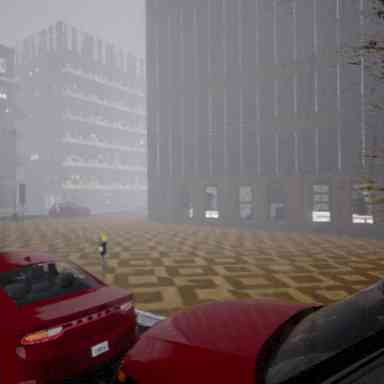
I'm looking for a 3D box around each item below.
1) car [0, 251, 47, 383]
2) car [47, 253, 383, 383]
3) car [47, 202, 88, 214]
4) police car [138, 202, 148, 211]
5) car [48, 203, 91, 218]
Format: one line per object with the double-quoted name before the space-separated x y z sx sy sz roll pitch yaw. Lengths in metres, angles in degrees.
"car" -2.805 1.558 4.883 4.507 1.381 1.887 0 -1 35
"car" 1.723 1.314 1.658 5.009 1.841 2.192 0 -1 35
"car" -16.064 2.101 43.267 1.752 1.417 4.829 -2 -2 35
"police car" -6.412 2.251 52.378 2.038 1.542 4.974 -1 -1 35
"car" -12.404 1.829 34.014 1.967 1.590 4.097 -2 -2 35
